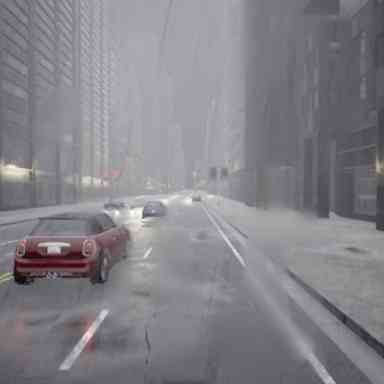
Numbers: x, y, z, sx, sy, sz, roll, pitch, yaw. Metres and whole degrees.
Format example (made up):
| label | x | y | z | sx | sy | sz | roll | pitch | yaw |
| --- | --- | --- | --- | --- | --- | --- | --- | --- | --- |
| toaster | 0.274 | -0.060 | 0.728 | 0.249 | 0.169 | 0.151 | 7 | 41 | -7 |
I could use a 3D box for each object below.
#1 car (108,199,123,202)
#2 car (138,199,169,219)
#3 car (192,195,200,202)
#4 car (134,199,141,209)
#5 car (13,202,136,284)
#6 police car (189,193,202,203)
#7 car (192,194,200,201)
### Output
| label | x | y | z | sx | sy | sz | roll | pitch | yaw |
| --- | --- | --- | --- | --- | --- | --- | --- | --- | --- |
| car | -9.833 | 1.560 | 42.247 | 1.895 | 1.301 | 4.718 | 0 | 0 | 0 |
| car | -3.159 | 1.543 | 29.115 | 1.994 | 1.385 | 4.181 | 0 | 0 | 0 |
| car | 0.951 | 1.402 | 77.600 | 1.837 | 1.490 | 4.892 | 0 | 0 | 0 |
| car | -6.583 | 1.560 | 42.248 | 1.895 | 1.301 | 4.718 | 0 | 0 | 0 |
| car | -3.155 | 1.348 | 9.737 | 2.097 | 1.767 | 4.553 | 0 | 0 | 0 |
| police car | 0.954 | 1.339 | 67.710 | 1.930 | 1.638 | 5.238 | 0 | 0 | 0 |
| car | 0.949 | 1.390 | 83.601 | 1.837 | 1.490 | 4.892 | 0 | 0 | 0 |
